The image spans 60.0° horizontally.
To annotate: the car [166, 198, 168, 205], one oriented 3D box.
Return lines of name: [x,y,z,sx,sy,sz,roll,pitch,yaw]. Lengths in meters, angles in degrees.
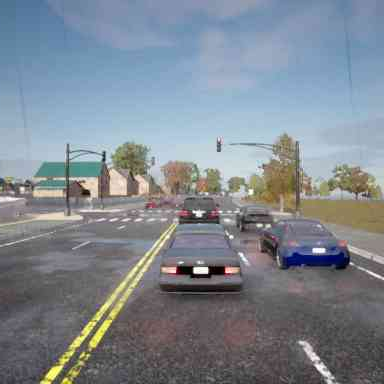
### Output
car: [-4.507,1.698,56.667,1.895,1.301,4.718,0,0,4]

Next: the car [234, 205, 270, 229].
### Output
car: [3.688,1.520,19.994,1.837,1.490,4.892,0,0,3]

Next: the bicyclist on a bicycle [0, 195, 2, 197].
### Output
bicyclist on a bicycle: [-23.948,1.036,41.357,0.582,1.620,1.656,1,-1,16]

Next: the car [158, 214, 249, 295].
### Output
car: [0.204,1.553,8.891,2.033,1.411,5.357,0,0,1]

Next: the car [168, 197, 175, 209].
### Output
car: [-1.847,1.548,47.100,1.882,1.535,5.008,0,0,3]

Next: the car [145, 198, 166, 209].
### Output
car: [-5.200,1.671,45.788,1.895,1.301,4.718,0,0,4]

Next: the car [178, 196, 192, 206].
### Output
car: [-1.171,1.573,57.679,1.882,1.535,5.008,0,0,4]

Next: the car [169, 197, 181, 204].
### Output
car: [-3.500,1.736,69.181,1.895,1.301,4.718,0,0,4]

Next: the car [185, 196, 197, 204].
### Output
car: [-0.214,1.634,69.527,2.128,1.511,4.902,0,0,4]

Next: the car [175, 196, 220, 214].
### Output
car: [0.421,1.237,19.138,2.150,2.045,5.566,0,0,1]

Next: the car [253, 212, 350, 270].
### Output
car: [3.500,1.570,11.102,1.994,1.385,4.181,0,0,1]
